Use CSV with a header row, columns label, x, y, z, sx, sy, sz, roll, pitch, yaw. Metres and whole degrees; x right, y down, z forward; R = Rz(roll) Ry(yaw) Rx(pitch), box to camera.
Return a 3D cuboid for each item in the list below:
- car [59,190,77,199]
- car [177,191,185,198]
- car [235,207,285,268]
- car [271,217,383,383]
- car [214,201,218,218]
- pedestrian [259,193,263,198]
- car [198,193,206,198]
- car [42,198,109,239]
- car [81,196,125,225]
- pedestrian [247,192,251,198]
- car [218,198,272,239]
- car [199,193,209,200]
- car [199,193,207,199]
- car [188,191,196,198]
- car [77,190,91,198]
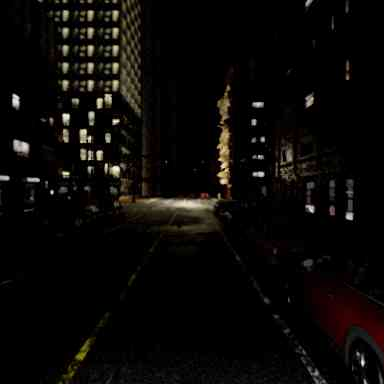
label,x,y,z,sx,sy,sz,roll,pitch,yaw
car,-17.543,0.672,41.325,5.009,1.841,2.192,1,-1,0
car,-2.966,0.641,91.268,2.097,1.767,4.553,0,0,0
car,2.696,1.435,10.761,1.752,1.417,4.829,0,0,0
car,2.694,1.398,4.908,1.967,1.590,4.097,0,0,0
car,2.700,1.343,22.125,1.752,1.417,4.829,0,0,0
pedestrian,7.148,1.020,34.493,0.375,1.860,0.375,0,0,0
car,2.725,0.859,88.225,2.008,1.369,4.403,0,0,0
car,-5.682,1.305,16.274,1.967,1.590,4.097,0,0,0
car,-5.680,1.259,21.956,1.967,1.590,4.097,0,0,0
pedestrian,6.149,0.849,35.693,0.375,1.860,0.375,0,0,0
car,2.698,1.180,16.271,2.192,1.841,5.009,0,0,0
car,2.768,1.028,69.660,1.802,1.307,4.206,0,0,0
car,2.722,0.901,82.577,2.008,1.369,4.403,0,0,0
car,0.036,0.788,89.760,1.994,1.385,4.181,0,0,0
car,-17.674,0.624,49.703,5.009,1.841,2.192,1,-1,0
